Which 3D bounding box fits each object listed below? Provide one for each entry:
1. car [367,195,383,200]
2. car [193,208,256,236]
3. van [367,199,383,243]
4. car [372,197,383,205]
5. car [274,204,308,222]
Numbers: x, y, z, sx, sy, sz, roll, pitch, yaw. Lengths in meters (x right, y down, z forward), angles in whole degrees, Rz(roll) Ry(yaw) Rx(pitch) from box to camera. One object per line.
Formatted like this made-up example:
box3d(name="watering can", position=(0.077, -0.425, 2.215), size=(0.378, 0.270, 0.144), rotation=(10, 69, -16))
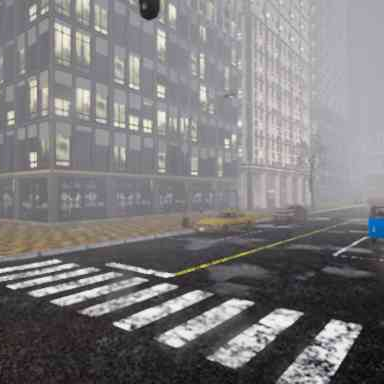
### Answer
box3d(name="car", position=(31.814, 1.438, 57.751), size=(2.192, 1.841, 5.009), rotation=(-1, 0, 38))
box3d(name="car", position=(1.980, 1.613, 19.142), size=(1.752, 1.417, 4.829), rotation=(-1, 0, 38))
box3d(name="van", position=(9.371, 1.376, 15.435), size=(1.690, 1.788, 3.998), rotation=(-1, 0, 38))
box3d(name="car", position=(35.205, 1.680, 62.160), size=(2.008, 1.369, 4.403), rotation=(-1, 0, 38))
box3d(name="car", position=(8.082, 1.673, 26.869), size=(1.802, 1.307, 4.206), rotation=(-1, 0, 38))
